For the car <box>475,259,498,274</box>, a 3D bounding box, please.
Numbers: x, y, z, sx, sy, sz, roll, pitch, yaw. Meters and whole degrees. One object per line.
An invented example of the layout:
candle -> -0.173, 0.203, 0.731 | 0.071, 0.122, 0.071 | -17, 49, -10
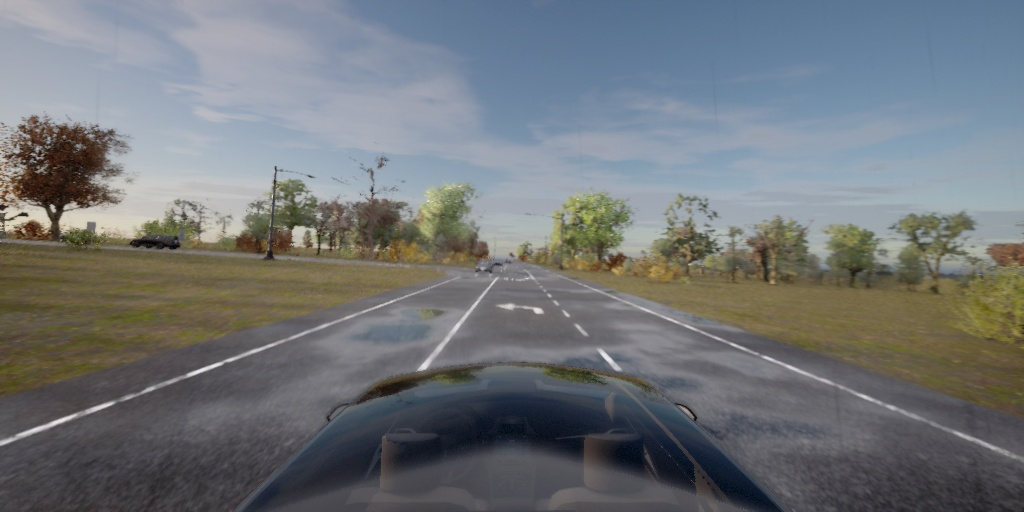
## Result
car -> -3.076, 1.137, 40.793 | 2.128, 1.511, 4.902 | 3, 2, 0
